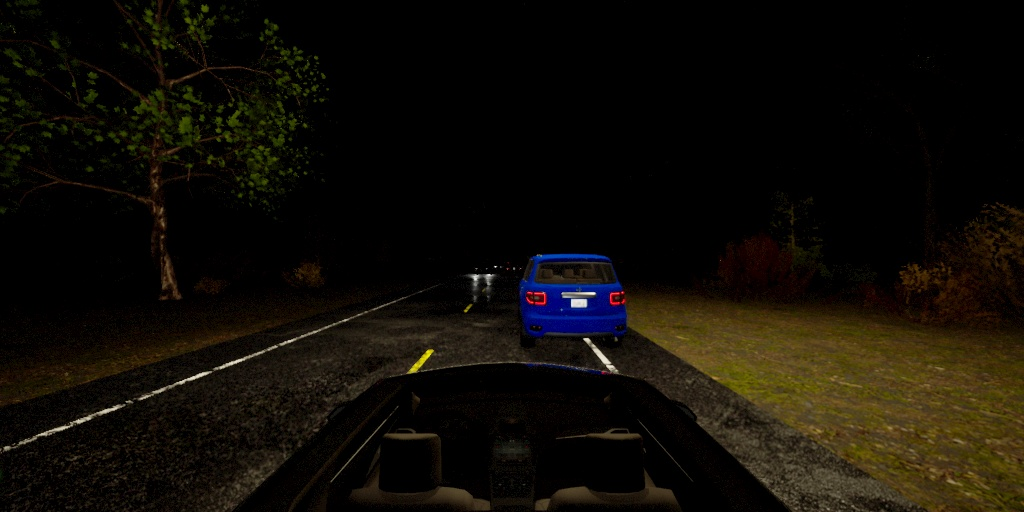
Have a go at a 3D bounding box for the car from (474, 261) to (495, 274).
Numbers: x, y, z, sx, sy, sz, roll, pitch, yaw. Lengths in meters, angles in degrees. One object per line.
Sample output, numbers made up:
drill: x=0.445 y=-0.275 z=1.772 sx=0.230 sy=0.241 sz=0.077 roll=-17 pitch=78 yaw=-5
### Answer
car: x=-3.406 y=1.344 z=42.405 sx=1.837 sy=1.490 sz=4.892 roll=0 pitch=0 yaw=0

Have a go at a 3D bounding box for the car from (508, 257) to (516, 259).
car: x=0.275 y=1.096 z=51.396 sx=2.150 sy=2.045 sz=5.566 roll=0 pitch=0 yaw=1

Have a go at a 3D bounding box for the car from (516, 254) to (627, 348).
car: x=1.268 y=0.981 z=9.408 sx=2.150 sy=2.045 sz=5.566 roll=0 pitch=0 yaw=0

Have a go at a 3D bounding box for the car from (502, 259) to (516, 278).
car: x=0.259 y=1.374 z=39.550 sx=2.033 sy=1.411 sz=5.357 roll=0 pitch=0 yaw=1
